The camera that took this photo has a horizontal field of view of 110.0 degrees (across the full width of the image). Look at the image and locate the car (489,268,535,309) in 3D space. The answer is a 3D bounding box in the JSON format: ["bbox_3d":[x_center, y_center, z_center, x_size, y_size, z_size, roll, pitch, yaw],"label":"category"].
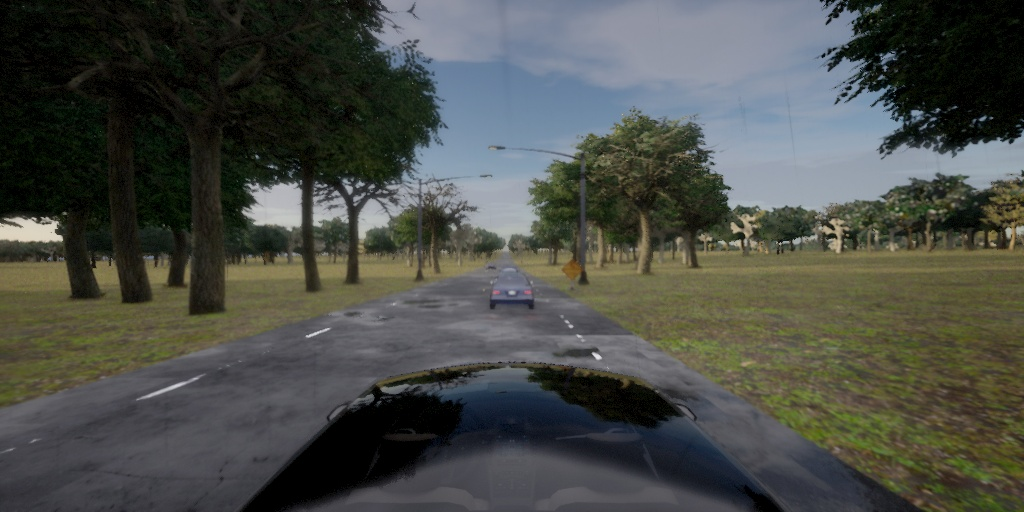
[{"bbox_3d":[-0.014,1.445,15.836,2.033,1.411,5.357,0,-1,0],"label":"car"}]

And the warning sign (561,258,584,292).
[{"bbox_3d":[3.480,1.072,20.830,1.300,1.860,1.060,0,0,-1],"label":"warning sign"}]

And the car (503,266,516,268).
[{"bbox_3d":[-0.208,1.624,31.242,1.812,1.442,4.674,0,-1,-1],"label":"car"}]
